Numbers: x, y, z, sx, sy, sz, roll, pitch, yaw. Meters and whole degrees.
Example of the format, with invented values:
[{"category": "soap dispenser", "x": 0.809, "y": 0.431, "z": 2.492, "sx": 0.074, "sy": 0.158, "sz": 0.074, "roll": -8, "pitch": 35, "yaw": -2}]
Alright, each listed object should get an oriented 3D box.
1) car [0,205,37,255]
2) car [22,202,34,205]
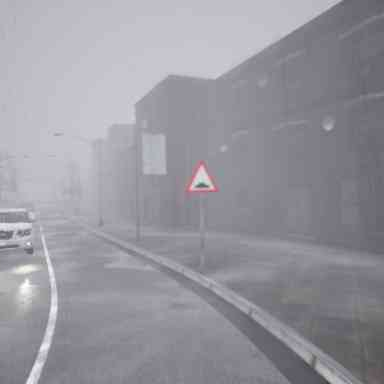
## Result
[{"category": "car", "x": -8.614, "y": 1.786, "z": 15.606, "sx": 2.150, "sy": 2.045, "sz": 5.566, "roll": -1, "pitch": -1, "yaw": -25}, {"category": "car", "x": -25.763, "y": 2.307, "z": 52.083, "sx": 1.895, "sy": 1.301, "sz": 4.718, "roll": -1, "pitch": 2, "yaw": -25}]
